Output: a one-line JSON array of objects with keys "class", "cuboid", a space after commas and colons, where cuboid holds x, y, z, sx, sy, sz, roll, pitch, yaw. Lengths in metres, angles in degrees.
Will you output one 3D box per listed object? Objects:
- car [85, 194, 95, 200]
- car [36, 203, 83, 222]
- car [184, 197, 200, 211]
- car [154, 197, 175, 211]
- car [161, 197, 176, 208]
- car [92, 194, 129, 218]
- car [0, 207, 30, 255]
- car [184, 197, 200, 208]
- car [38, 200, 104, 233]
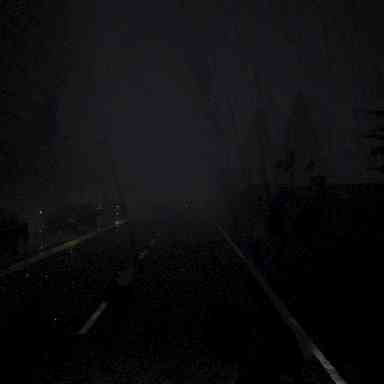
[{"class": "car", "cuboid": [-10.532, 1.202, 37.469, 2.150, 2.045, 5.566, 0, 0, 0]}, {"class": "car", "cuboid": [-10.579, 1.587, 27.002, 1.895, 1.301, 4.718, 0, 0, 0]}, {"class": "car", "cuboid": [-0.007, 1.581, 39.739, 1.895, 1.301, 4.718, 0, 0, 0]}, {"class": "car", "cuboid": [-3.409, 1.458, 39.457, 1.882, 1.535, 5.008, 0, 0, 0]}, {"class": "car", "cuboid": [-3.537, 1.468, 49.115, 2.128, 1.511, 4.902, 0, 0, -6]}, {"class": "car", "cuboid": [-7.068, 1.337, 30.010, 2.097, 1.767, 4.553, 0, 0, 0]}, {"class": "car", "cuboid": [-7.085, 1.472, 10.543, 1.882, 1.535, 5.008, 0, 0, 0]}, {"class": "car", "cuboid": [-0.009, 1.468, 48.775, 2.128, 1.511, 4.902, 0, 0, 0]}, {"class": "car", "cuboid": [-7.085, 1.467, 19.974, 1.882, 1.535, 5.008, 0, 0, 0]}]
